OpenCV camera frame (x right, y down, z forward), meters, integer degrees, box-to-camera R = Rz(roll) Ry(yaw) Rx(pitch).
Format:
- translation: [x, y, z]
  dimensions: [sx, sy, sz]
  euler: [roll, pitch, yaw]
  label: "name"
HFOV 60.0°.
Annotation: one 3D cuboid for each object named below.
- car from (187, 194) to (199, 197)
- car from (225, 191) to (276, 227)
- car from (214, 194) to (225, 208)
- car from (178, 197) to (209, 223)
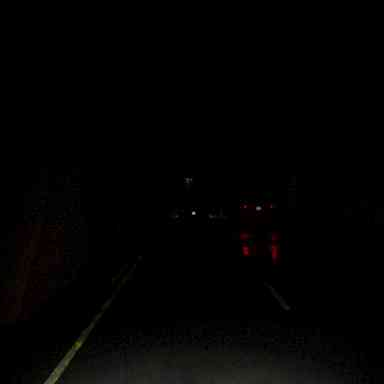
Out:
- translation: [0.092, 0.987, 39.228]
  dimensions: [1.812, 1.442, 4.674]
  euler: [0, 1, 0]
  label: "car"
- translation: [3.602, 0.937, 20.654]
  dimensions: [2.150, 2.045, 5.566]
  euler: [0, 1, 0]
  label: "car"
- translation: [3.606, 0.968, 38.093]
  dimensions: [2.128, 1.511, 4.902]
  euler: [0, 1, 0]
  label: "car"
- translation: [0.104, 1.255, 22.411]
  dimensions: [1.994, 1.385, 4.181]
  euler: [0, 1, 0]
  label: "car"
